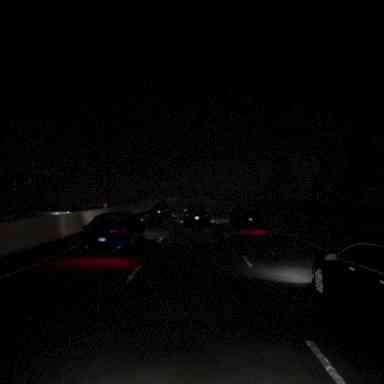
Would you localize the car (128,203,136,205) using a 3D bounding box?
[{"bbox_3d":[-9.909,1.988,57.324,2.128,1.511,4.902,0,0,1],"label":"car"}]

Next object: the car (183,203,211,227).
[{"bbox_3d":[0.362,1.769,24.753,1.994,1.385,4.181,0,-1,1],"label":"car"}]

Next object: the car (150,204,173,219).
[{"bbox_3d":[-3.039,1.844,32.907,1.994,1.385,4.181,0,0,1],"label":"car"}]

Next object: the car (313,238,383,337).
[{"bbox_3d":[3.645,1.546,5.712,1.837,1.490,4.892,0,0,1],"label":"car"}]

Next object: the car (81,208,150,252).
[{"bbox_3d":[-3.251,1.607,14.610,1.882,1.535,5.008,0,0,1],"label":"car"}]

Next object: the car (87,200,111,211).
[{"bbox_3d":[-13.483,1.908,48.426,1.882,1.535,5.008,0,0,2],"label":"car"}]

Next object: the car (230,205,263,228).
[{"bbox_3d":[3.860,1.671,24.203,1.882,1.535,5.008,0,0,1],"label":"car"}]
